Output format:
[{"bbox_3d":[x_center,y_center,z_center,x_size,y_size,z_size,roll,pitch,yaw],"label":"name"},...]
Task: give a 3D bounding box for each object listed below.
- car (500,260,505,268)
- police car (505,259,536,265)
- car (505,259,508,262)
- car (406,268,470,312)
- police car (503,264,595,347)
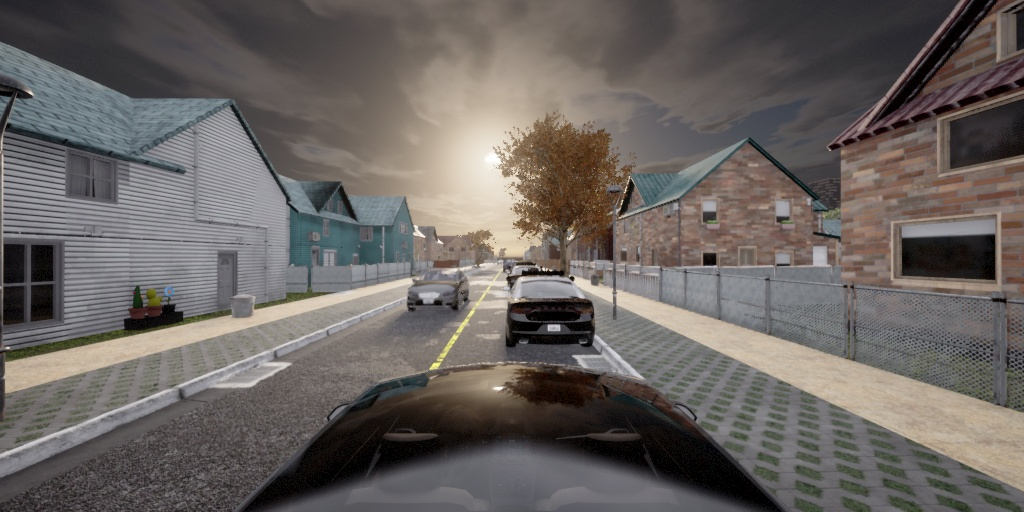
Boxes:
[{"bbox_3d":[-0.141,1.214,49.072,2.097,1.767,4.553,0,0,0],"label":"car"},{"bbox_3d":[0.757,1.184,19.476,1.930,1.638,5.238,0,0,0],"label":"police car"},{"bbox_3d":[0.733,1.113,25.336,2.097,1.767,4.553,0,0,0],"label":"car"},{"bbox_3d":[-2.798,1.247,14.434,2.128,1.511,4.902,0,0,0],"label":"car"},{"bbox_3d":[0.796,1.178,9.476,1.930,1.638,5.238,0,0,0],"label":"police car"}]
